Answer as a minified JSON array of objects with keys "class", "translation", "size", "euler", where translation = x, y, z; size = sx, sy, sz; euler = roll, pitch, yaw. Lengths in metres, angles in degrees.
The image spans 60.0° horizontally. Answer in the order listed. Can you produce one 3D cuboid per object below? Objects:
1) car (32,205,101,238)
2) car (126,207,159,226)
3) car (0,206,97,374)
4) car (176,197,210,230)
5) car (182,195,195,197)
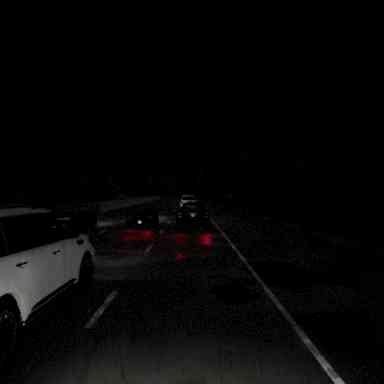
[{"class":"car","translation":[-6.923,1.577,19.080],"size":[2.128,1.511,4.902],"euler":[0,0,0]},{"class":"car","translation":[-3.484,1.709,24.141],"size":[1.895,1.301,4.718],"euler":[0,0,-1]},{"class":"car","translation":[-3.401,1.247,5.680],"size":[2.150,2.045,5.566],"euler":[0,0,0]},{"class":"car","translation":[0.035,1.451,22.131],"size":[2.097,1.767,4.553],"euler":[0,0,-1]},{"class":"car","translation":[-0.441,1.405,41.248],"size":[2.150,2.045,5.566],"euler":[0,0,-1]}]
